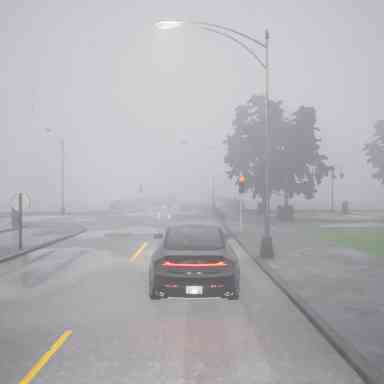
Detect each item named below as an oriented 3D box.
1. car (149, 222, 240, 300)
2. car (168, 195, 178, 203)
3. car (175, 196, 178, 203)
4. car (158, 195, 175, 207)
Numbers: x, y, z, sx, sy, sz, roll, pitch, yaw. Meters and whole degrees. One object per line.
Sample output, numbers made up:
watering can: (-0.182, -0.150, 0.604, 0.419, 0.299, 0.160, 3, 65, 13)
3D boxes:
car: (0.058, 1.505, 8.372, 1.837, 1.490, 4.892, 0, 0, 0)
car: (-4.020, 1.500, 70.413, 1.837, 1.490, 4.892, 0, 0, 0)
car: (-4.087, 1.601, 60.199, 1.895, 1.301, 4.718, 0, 0, 0)
car: (-4.109, 1.505, 50.805, 1.837, 1.490, 4.892, 0, 0, 0)
